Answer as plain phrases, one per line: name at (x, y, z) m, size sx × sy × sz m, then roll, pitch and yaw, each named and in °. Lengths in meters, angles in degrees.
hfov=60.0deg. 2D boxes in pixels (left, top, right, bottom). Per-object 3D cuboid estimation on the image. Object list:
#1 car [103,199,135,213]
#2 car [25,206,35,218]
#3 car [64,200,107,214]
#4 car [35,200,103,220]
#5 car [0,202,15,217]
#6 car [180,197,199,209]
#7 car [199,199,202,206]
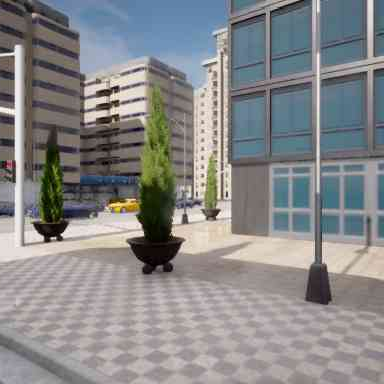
car at (-7.216, 1.533, 37.795) m, size 1.882 × 1.535 × 5.008 m, roll 0°, pitch 0°, yaw 35°
car at (-12.535, 1.581, 30.244) m, size 1.812 × 1.442 × 4.674 m, roll 0°, pitch 0°, yaw 35°
car at (-11.859, 1.619, 37.292) m, size 1.994 × 1.385 × 4.181 m, roll 0°, pitch 0°, yaw 35°
car at (-10.050, 1.407, 27.481) m, size 2.097 × 1.767 × 4.553 m, roll 0°, pitch 0°, yaw 36°
car at (-17.191, 1.603, 29.760) m, size 2.033 × 1.411 × 5.357 m, roll 0°, pitch 0°, yaw 35°
car at (-1.442, 1.581, 45.927) m, size 1.812 × 1.442 × 4.674 m, roll 0°, pitch 0°, yaw 35°
car at (-0.087, 1.581, 53.851) m, size 1.812 × 1.442 × 4.674 m, roll 0°, pitch 0°, yaw 36°
